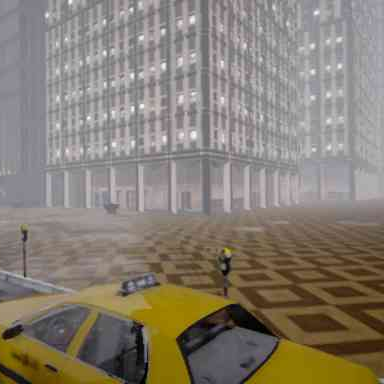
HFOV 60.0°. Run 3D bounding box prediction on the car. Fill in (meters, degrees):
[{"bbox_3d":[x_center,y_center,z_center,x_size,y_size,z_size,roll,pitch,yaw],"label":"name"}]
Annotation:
[{"bbox_3d":[-0.747,1.522,3.421,4.829,1.417,1.752,0,-1,36],"label":"car"}]
